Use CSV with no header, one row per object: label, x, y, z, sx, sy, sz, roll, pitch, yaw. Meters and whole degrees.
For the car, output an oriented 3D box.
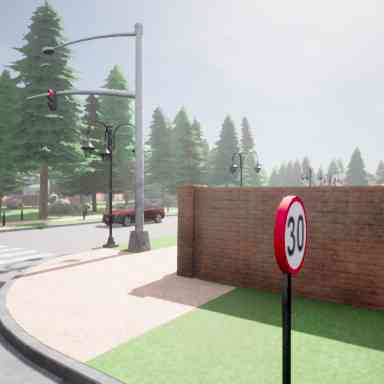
car,-3.956,1.464,23.097,1.882,1.535,5.008,0,0,34
